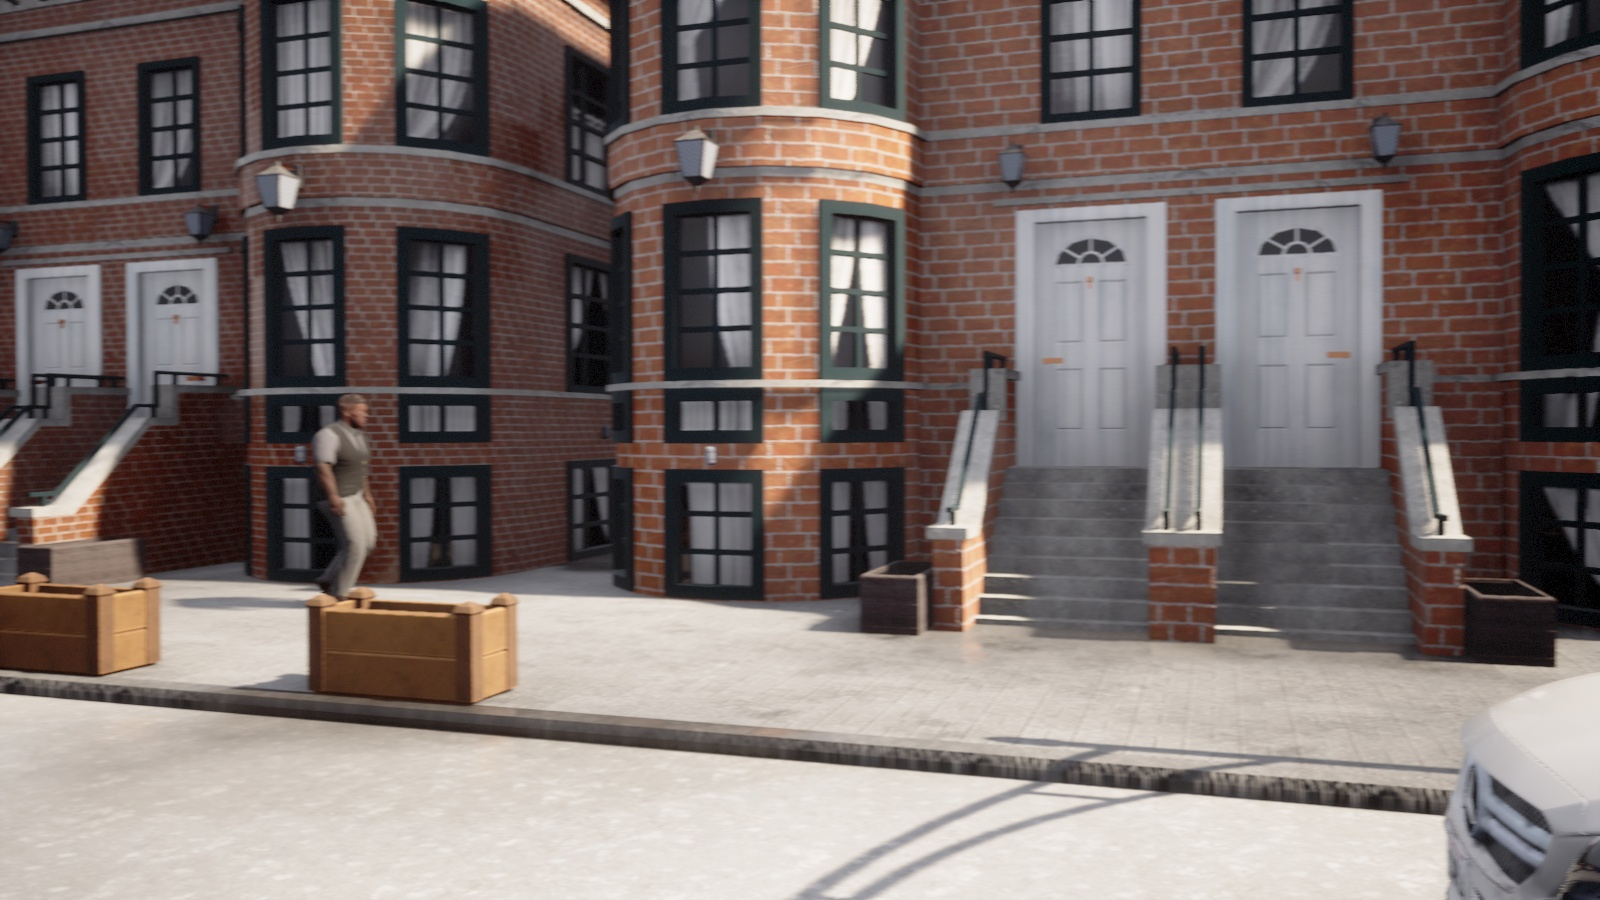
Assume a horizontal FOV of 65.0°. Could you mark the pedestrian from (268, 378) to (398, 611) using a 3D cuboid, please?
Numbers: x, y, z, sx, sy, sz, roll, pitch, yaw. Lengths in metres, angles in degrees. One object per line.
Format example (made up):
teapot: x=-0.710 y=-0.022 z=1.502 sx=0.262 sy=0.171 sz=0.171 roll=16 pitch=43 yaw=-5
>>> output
pedestrian: x=-3.883 y=0.355 z=10.477 sx=0.849 sy=1.883 sz=0.563 roll=0 pitch=1 yaw=8

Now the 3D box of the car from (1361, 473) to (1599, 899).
car: x=3.747 y=0.827 z=2.460 sx=4.674 sy=1.442 sz=1.812 roll=1 pitch=1 yaw=19
